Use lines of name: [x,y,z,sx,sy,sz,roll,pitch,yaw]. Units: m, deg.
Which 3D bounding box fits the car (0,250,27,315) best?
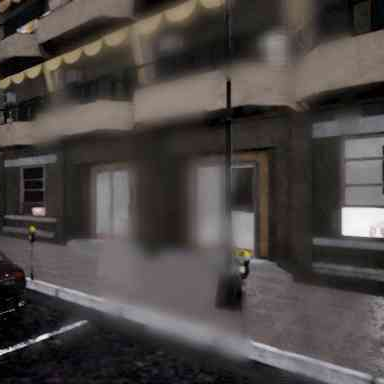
car: [-4.877,1.544,6.362,4.403,1.369,2.008,0,0,36]
